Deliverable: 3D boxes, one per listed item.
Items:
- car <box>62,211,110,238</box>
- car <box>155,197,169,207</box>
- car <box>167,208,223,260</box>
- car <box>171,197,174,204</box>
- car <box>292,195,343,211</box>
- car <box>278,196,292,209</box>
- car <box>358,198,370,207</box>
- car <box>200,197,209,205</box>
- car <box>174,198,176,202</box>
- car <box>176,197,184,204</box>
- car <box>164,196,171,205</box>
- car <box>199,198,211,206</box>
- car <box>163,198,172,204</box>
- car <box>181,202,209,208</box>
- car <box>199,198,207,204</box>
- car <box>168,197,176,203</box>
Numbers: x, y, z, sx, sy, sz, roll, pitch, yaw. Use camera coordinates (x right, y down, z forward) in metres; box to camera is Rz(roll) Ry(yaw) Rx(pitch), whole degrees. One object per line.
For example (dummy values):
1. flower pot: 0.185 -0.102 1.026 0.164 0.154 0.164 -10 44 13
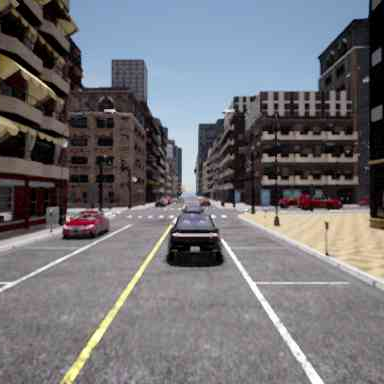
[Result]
1. car: -5.743 1.718 18.529 1.802 1.307 4.206 0 0 0
2. car: -5.695 2.023 60.551 1.947 1.339 4.313 0 0 0
3. car: 0.099 1.587 12.856 2.128 1.511 4.902 0 0 0
4. car: -5.696 1.862 71.918 2.192 1.841 5.009 0 0 0
5. car: 14.691 1.310 38.495 5.009 1.841 2.192 -1 1 0
6. car: 14.556 1.357 46.873 5.009 1.841 2.192 -1 1 0
7. car: 25.653 1.418 46.976 4.206 1.307 1.802 -1 1 0
8. car: 2.685 1.987 71.920 1.967 1.590 4.097 0 0 0
9. car: -5.696 2.079 83.282 1.967 1.590 4.097 0 0 0
10. car: -3.005 2.001 84.204 2.097 1.767 4.553 0 0 0
11. car: -5.695 2.026 66.064 1.752 1.417 4.829 0 0 0
12. car: 2.685 1.942 66.237 1.967 1.590 4.097 0 0 0
13. car: -5.696 2.117 77.429 1.752 1.417 4.829 0 0 0
14. car: 0.097 1.757 26.357 1.994 1.385 4.181 0 0 0
15. car: 2.684 2.221 83.283 1.802 1.307 4.206 0 0 0
16. car: -5.697 2.172 94.647 1.967 1.590 4.097 0 0 0
